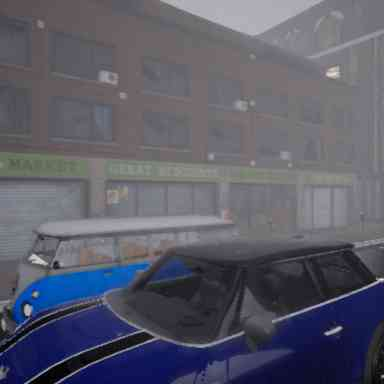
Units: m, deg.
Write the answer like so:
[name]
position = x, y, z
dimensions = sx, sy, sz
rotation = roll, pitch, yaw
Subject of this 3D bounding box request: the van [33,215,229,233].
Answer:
[van]
position = -0.926, 1.345, 5.900
dimensions = 3.998, 1.788, 1.690
rotation = 0, 0, -36

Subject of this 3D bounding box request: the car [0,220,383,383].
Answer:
[car]
position = 0.300, 1.355, 3.591
dimensions = 4.553, 1.767, 2.097
rotation = 0, 0, -35
